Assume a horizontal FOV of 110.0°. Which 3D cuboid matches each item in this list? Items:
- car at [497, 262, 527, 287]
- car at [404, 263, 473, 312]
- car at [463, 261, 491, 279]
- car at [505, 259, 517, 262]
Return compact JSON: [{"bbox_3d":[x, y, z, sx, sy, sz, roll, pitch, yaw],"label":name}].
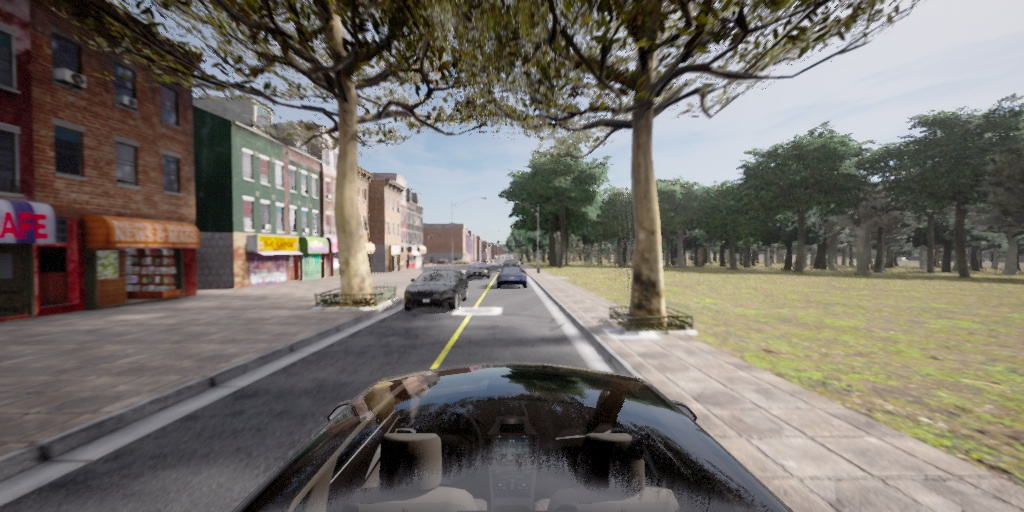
[{"bbox_3d":[-0.010,1.311,24.168,1.994,1.385,4.181,0,0,0],"label":"car"},{"bbox_3d":[-2.903,1.236,14.559,1.882,1.535,5.008,0,0,0],"label":"car"},{"bbox_3d":[-2.909,1.331,31.951,1.994,1.385,4.181,0,0,0],"label":"car"},{"bbox_3d":[-0.141,1.157,48.493,2.097,1.767,4.553,0,0,0],"label":"car"}]
